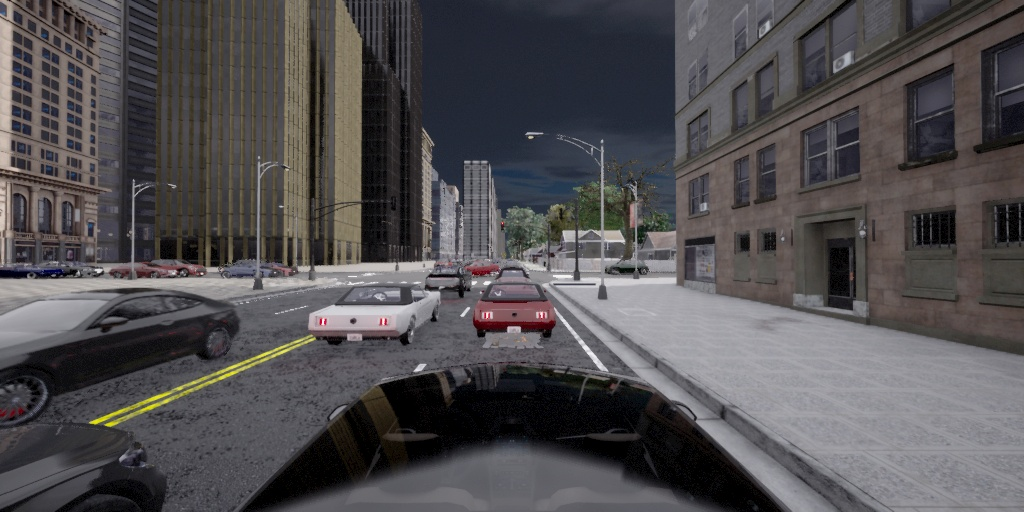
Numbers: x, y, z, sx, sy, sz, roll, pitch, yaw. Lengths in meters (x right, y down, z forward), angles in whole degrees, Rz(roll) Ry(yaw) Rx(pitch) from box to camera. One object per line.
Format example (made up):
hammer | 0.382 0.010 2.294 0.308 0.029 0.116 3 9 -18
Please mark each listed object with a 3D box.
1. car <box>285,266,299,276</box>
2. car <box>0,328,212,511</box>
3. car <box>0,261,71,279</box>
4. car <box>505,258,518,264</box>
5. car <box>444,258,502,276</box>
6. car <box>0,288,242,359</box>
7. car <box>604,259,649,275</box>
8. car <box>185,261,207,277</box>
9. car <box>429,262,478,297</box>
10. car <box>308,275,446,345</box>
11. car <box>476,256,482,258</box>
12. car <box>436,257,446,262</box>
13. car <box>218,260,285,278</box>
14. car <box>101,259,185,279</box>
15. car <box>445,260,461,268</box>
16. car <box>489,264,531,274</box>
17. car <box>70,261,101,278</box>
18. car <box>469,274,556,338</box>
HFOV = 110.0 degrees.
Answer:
car | -22.832 1.304 34.224 4.181 1.385 1.994 0 -1 -3
car | -3.141 1.275 0.319 1.812 1.442 4.674 0 0 0
car | -40.383 1.305 29.649 4.718 1.301 1.895 0 -1 -6
car | -0.064 1.316 52.378 1.994 1.385 4.181 0 0 -1
car | -3.410 1.210 33.114 1.882 1.535 5.008 -2 -1 44
car | -6.593 1.276 5.681 1.812 1.442 4.674 0 0 0
car | 11.968 1.125 37.993 4.553 1.767 2.097 0 -1 0
car | -31.516 1.092 33.683 4.553 1.767 2.097 0 -1 -5
car | -3.209 1.243 18.715 2.128 1.511 4.902 0 0 0
car | -3.181 1.352 9.462 1.895 1.301 4.718 0 0 0
car | -6.779 1.258 64.586 1.837 1.490 4.892 0 0 0
car | -10.020 1.105 52.619 2.097 1.767 4.553 0 0 0
car | -22.543 1.271 30.983 4.181 1.385 1.994 0 -1 -3
car | -31.216 1.233 30.449 4.674 1.442 1.812 0 -1 -4
car | -10.040 1.317 61.253 1.994 1.385 4.181 0 0 0
car | 0.038 1.316 18.940 1.994 1.385 4.181 0 0 0
car | -40.587 1.229 32.886 4.902 1.511 2.128 0 -1 -6
car | 0.052 1.351 10.183 1.895 1.301 4.718 0 0 0
